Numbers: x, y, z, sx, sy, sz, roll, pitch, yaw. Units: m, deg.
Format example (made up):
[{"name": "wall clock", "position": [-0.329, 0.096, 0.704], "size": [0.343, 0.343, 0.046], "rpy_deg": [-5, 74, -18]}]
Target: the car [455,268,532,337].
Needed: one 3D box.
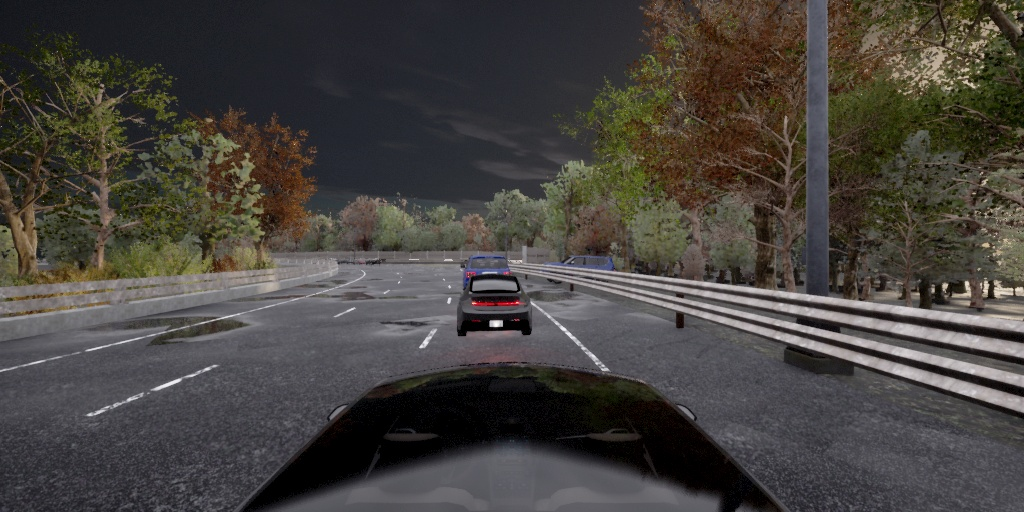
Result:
[{"name": "car", "position": [-0.563, 1.255, 10.374], "size": [1.837, 1.490, 4.892], "rpy_deg": [0, 0, -5]}]

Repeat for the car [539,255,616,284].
[{"name": "car", "position": [4.818, 0.952, 26.171], "size": [5.566, 2.045, 2.150], "rpy_deg": [4, 1, -9]}]

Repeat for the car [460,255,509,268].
[{"name": "car", "position": [-1.336, 0.971, 17.851], "size": [2.150, 2.045, 5.566], "rpy_deg": [0, 0, -8]}]
